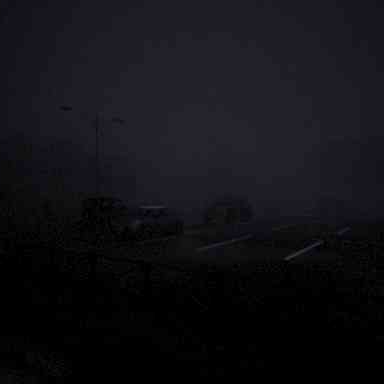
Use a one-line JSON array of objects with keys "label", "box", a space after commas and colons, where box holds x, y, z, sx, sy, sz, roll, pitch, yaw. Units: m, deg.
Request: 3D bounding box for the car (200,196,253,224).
[{"label": "car", "box": [2.620, 1.225, 23.688, 1.932, 1.855, 4.605, -1, 0, 35]}]

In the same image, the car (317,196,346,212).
[{"label": "car", "box": [15.189, 1.248, 36.100, 2.152, 1.636, 5.027, -1, 0, 35]}]

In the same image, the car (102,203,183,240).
[{"label": "car", "box": [-2.225, 1.487, 16.729, 1.970, 1.475, 3.806, -1, 0, 35]}]

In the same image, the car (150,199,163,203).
[{"label": "car", "box": [-6.188, 1.730, 49.999, 2.033, 1.411, 5.357, -1, 0, 35]}]

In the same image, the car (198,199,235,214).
[{"label": "car", "box": [2.704, 1.503, 35.868, 2.007, 1.523, 4.514, -1, 0, 35]}]

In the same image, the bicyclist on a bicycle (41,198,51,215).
[{"label": "bicyclist on a bicycle", "box": [-14.111, 1.440, 32.084, 1.656, 1.620, 0.582, -1, -1, 35]}]

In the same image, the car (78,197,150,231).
[{"label": "car", "box": [-4.595, 1.240, 19.144, 1.905, 1.878, 3.866, -1, 0, 35]}]

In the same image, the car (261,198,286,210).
[{"label": "car", "box": [9.755, 1.397, 39.527, 1.970, 1.475, 3.806, -1, 0, 35]}]
